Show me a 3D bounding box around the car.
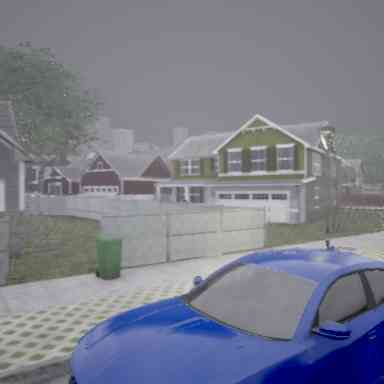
[{"bbox_3d":[1.176,1.476,3.908,5.008,1.535,1.882,0,0,-35],"label":"car"}]
